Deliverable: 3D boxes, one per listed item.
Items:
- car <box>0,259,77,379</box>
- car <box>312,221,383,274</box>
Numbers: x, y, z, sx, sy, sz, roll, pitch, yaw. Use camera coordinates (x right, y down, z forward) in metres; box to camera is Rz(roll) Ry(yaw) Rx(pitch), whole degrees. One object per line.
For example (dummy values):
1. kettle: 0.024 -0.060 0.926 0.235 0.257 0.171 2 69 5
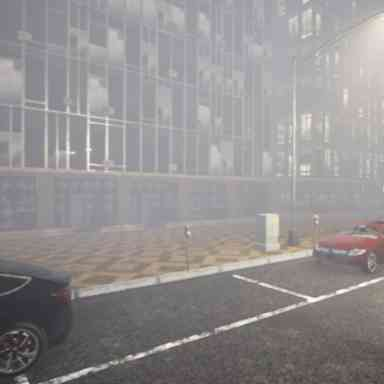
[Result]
1. car: -3.631 1.564 3.964 4.313 1.339 1.947 0 0 -36
2. car: 5.619 1.595 10.598 4.206 1.307 1.802 0 0 -36
